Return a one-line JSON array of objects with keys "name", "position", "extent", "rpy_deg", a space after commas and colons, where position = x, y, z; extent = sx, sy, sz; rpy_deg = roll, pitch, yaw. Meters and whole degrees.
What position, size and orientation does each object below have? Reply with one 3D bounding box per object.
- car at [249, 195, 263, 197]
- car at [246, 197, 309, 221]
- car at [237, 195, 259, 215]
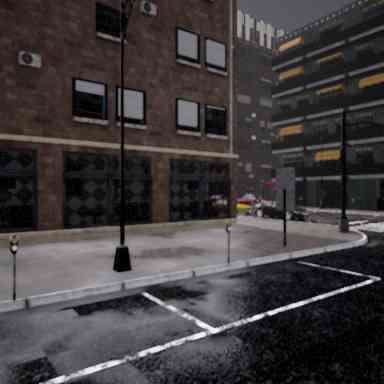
[{"name": "car", "position": [6.651, 1.026, 38.312], "extent": [1.967, 1.590, 4.097], "rpy_deg": [1, 0, -36]}, {"name": "car", "position": [6.449, 1.300, 24.404], "extent": [2.008, 1.369, 4.403], "rpy_deg": [1, 0, -36]}, {"name": "car", "position": [3.260, 1.199, 28.758], "extent": [1.752, 1.417, 4.829], "rpy_deg": [1, 0, -36]}]
